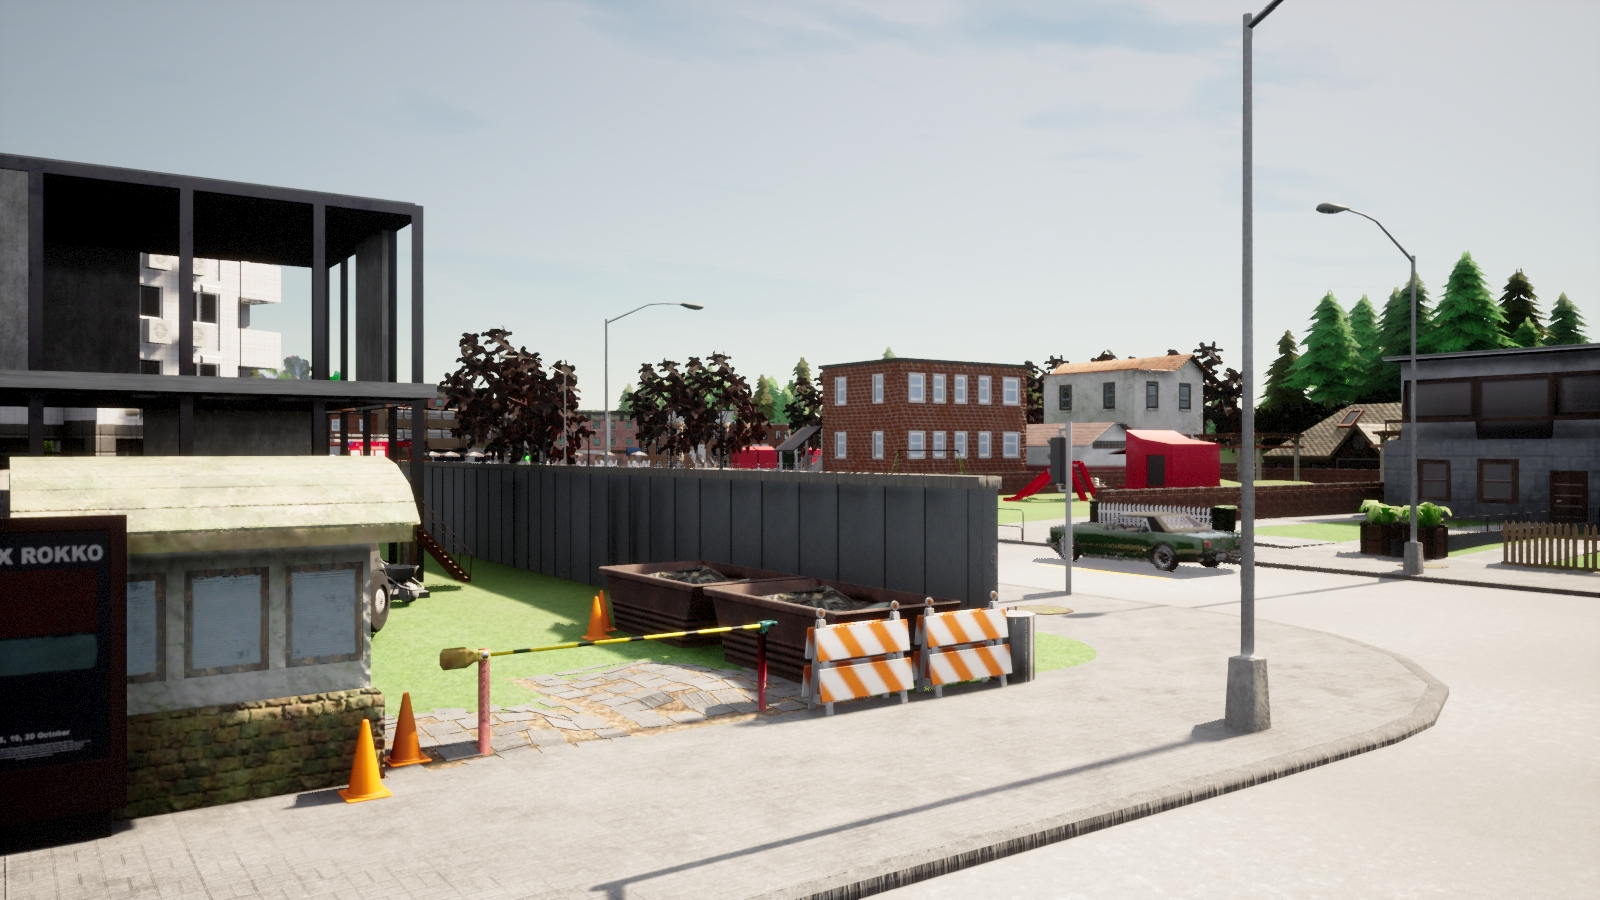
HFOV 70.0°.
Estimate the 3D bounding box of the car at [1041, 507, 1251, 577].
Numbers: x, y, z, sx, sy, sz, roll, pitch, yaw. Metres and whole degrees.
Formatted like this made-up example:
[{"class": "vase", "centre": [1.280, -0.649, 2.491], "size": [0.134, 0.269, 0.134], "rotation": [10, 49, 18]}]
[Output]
[{"class": "car", "centre": [8.257, 2.146, 27.681], "size": [1.895, 1.301, 4.718], "rotation": [0, 0, -35]}]
